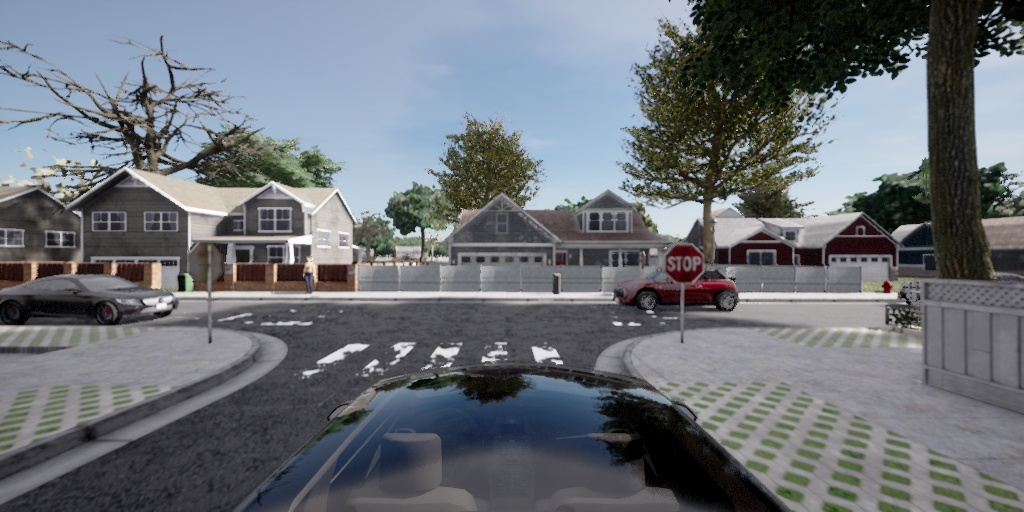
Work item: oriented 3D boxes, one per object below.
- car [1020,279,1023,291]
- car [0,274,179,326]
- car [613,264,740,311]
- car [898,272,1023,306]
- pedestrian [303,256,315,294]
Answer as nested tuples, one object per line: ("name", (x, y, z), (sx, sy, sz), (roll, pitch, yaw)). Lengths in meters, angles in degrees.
("car", (20.526, 1.517, 11.809), (4.718, 1.301, 1.895), (0, 0, 0))
("car", (-13.345, 1.307, 11.340), (4.674, 1.442, 1.812), (0, 0, 1))
("car", (6.518, 1.204, 14.565), (4.553, 1.767, 2.097), (0, 0, -1))
("car", (18.824, 1.392, 14.701), (4.902, 1.511, 2.128), (0, 0, -1))
("pedestrian", (-9.790, 0.917, 17.290), (0.375, 1.860, 0.375), (0, 0, -1))
